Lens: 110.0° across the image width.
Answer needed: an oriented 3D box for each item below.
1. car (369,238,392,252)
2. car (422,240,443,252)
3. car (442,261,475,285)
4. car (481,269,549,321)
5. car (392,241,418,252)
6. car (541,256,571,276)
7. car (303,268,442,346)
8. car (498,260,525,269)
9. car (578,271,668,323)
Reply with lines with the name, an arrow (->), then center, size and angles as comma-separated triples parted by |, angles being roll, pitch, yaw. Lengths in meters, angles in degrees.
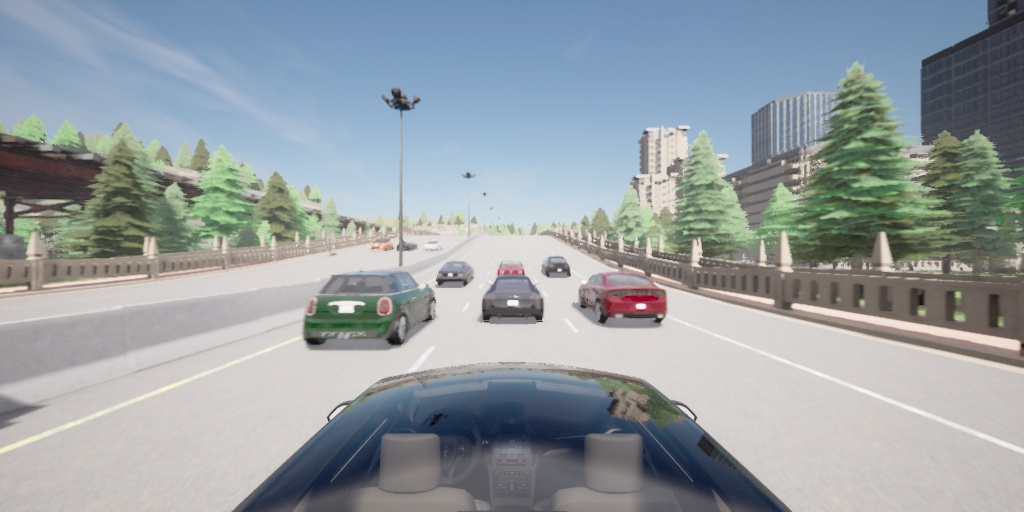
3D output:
car -> -17.820, -1.591, 49.018 | 2.097, 1.767, 4.553 | 0, 6, 0
car -> -10.826, -1.411, 49.006 | 1.812, 1.442, 4.674 | 0, 6, 0
car -> -3.564, 1.000, 23.264 | 2.033, 1.411, 5.357 | 0, 3, 0
car -> 0.029, 1.335, 12.579 | 1.994, 1.385, 4.181 | 0, 0, 0
car -> -14.323, -1.337, 49.003 | 1.895, 1.301, 4.718 | 0, 6, 0
car -> 3.444, 0.687, 28.206 | 1.812, 1.442, 4.674 | 0, 4, 0
car -> -3.474, 1.134, 9.682 | 2.097, 1.767, 4.553 | 0, 0, 0
car -> -0.056, 0.925, 25.639 | 1.895, 1.301, 4.718 | 0, 3, 0
car -> 3.527, 1.251, 12.277 | 1.882, 1.535, 5.008 | 0, -1, 0
